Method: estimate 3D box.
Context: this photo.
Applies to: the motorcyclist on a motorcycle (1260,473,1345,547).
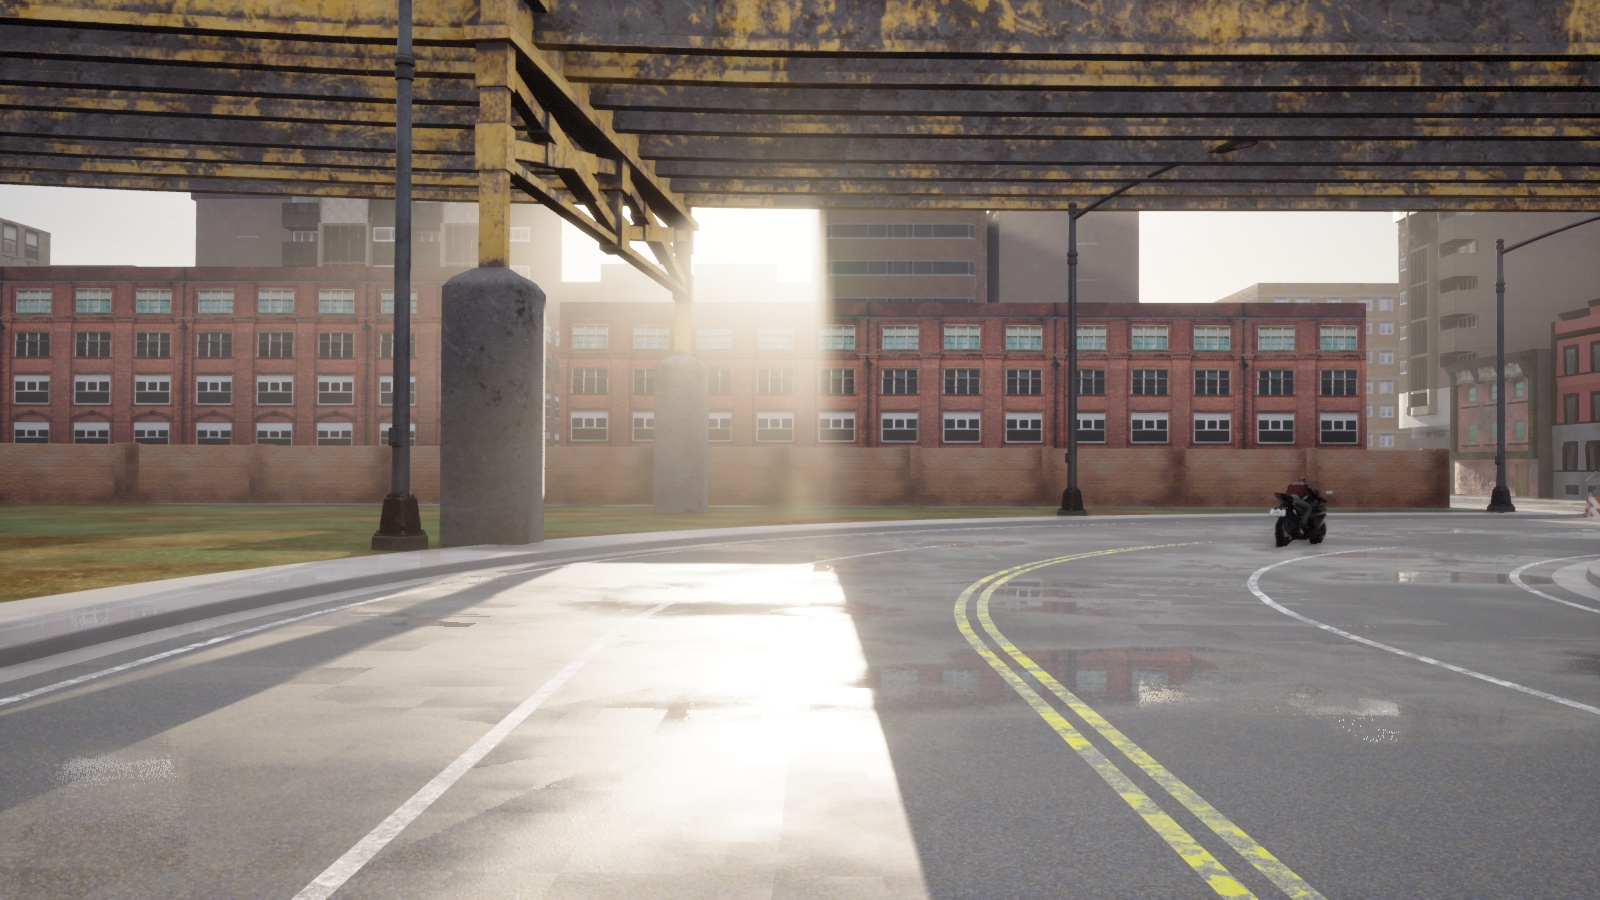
[{"bbox_3d":[10.901,1.262,27.207,2.191,1.530,0.866,1,-1,-43],"label":"motorcyclist on a motorcycle"}]
